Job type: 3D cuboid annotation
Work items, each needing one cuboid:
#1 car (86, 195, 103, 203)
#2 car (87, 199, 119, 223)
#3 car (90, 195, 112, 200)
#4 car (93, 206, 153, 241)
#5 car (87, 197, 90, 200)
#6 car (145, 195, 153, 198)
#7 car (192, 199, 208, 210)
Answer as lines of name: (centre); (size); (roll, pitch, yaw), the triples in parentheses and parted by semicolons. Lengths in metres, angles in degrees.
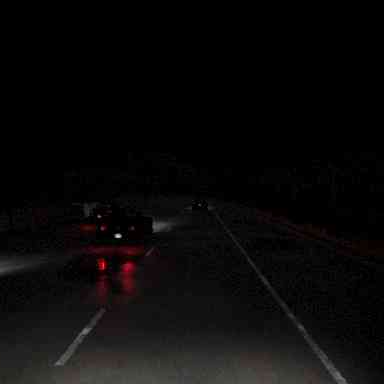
car: (-19.542, 1.459, 66.935); (1.882, 1.535, 5.008); (0, 0, 1)
car: (-6.414, 1.516, 25.522); (1.812, 1.442, 4.674); (0, 0, 1)
car: (-13.020, 1.473, 49.552); (2.128, 1.511, 4.902); (0, 0, 2)
car: (-3.124, 1.595, 16.516); (1.895, 1.301, 4.718); (0, 0, 1)
car: (-16.303, 1.331, 57.709); (2.097, 1.767, 4.553); (0, 0, 2)
car: (-11.959, 1.400, 91.489); (1.994, 1.385, 4.181); (0, 0, 1)
car: (0.994, 1.552, 42.832); (1.994, 1.385, 4.181); (0, 0, 1)
